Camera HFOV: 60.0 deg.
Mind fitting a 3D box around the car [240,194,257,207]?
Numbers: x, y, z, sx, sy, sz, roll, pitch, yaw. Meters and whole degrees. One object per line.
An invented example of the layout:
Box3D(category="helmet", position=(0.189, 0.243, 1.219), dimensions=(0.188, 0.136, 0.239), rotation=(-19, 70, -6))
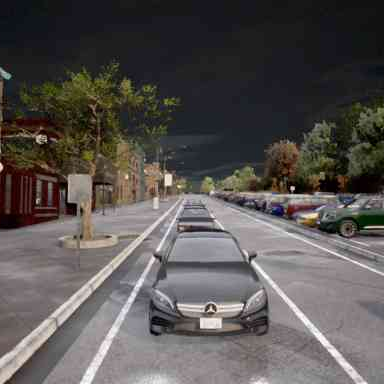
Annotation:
Box3D(category="car", position=(9.095, 1.407, 42.293), dimensions=(4.892, 1.521, 2.231), rotation=(0, 0, 0))

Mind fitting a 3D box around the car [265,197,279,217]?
Box3D(category="car", position=(9.187, 1.459, 28.271), dimensions=(5.008, 1.535, 2.097), rotation=(0, 0, 0))

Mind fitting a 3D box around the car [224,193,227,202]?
Box3D(category="car", position=(8.941, 1.277, 61.918), dimensions=(4.674, 1.452, 2.002), rotation=(0, 1, 0))

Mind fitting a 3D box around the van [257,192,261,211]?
Box3D(category="van", position=(9.267, 1.221, 33.880), dimensions=(4.442, 1.987, 1.878), rotation=(0, 0, 0))

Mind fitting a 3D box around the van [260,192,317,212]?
Box3D(category="van", position=(9.055, 1.229, 31.077), dimensions=(4.442, 1.987, 1.878), rotation=(0, 0, 0))

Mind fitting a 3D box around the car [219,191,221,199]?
Box3D(category="car", position=(8.874, 0.935, 67.522), dimensions=(5.566, 2.045, 2.435), rotation=(0, 1, 0))

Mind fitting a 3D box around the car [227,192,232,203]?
Box3D(category="car", position=(8.978, 1.288, 56.312), dimensions=(4.892, 1.521, 2.231), rotation=(0, 1, 0))

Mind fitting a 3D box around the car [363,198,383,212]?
Box3D(category="car", position=(22.175, 1.467, 37.452), dimensions=(4.792, 1.488, 2.163), rotation=(0, 0, 0))

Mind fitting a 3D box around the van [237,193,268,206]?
Box3D(category="van", position=(9.143, 1.111, 50.704), dimensions=(4.442, 1.987, 1.878), rotation=(0, 1, 0))

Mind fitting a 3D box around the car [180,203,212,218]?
Box3D(category="car", position=(0.188, 1.531, 17.428), dimensions=(2.033, 1.411, 5.357), rotation=(0, 0, 0))

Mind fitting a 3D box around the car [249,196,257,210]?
Box3D(category="car", position=(9.159, 1.468, 36.683), dimensions=(4.792, 1.488, 2.163), rotation=(0, 0, 0))

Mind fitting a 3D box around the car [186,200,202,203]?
Box3D(category="car", position=(0.211, 1.441, 29.876), dimensions=(2.128, 1.511, 4.902), rotation=(0, 0, 0))

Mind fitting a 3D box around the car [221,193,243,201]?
Box3D(category="car", position=(8.829, 1.010, 73.129), dimensions=(4.553, 1.767, 2.185), rotation=(0, 1, 0))

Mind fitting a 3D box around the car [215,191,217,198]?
Box3D(category="car", position=(8.793, 1.061, 81.539), dimensions=(5.008, 1.535, 2.097), rotation=(0, 1, 0))

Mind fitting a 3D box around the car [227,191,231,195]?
Box3D(category="car", position=(8.995, 1.136, 59.114), dimensions=(4.553, 1.767, 2.185), rotation=(0, 1, 0))

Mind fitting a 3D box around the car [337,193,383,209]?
Box3D(category="car", position=(22.135, 1.151, 43.008), dimensions=(5.566, 2.045, 2.435), rotation=(0, 0, 0))

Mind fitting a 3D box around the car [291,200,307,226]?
Box3D(category="car", position=(9.069, 1.465, 19.860), dimensions=(5.366, 1.575, 1.946), rotation=(0, 0, 0))

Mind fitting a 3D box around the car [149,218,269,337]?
Box3D(category="car", position=(0.251, 1.523, 6.849), dimensions=(1.812, 1.442, 4.674), rotation=(0, 0, 0))

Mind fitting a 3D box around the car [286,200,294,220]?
Box3D(category="car", position=(9.236, 1.505, 22.664), dimensions=(4.674, 1.452, 2.002), rotation=(0, 0, 0))

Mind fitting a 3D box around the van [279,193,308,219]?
Box3D(category="van", position=(9.330, 1.236, 25.468), dimensions=(4.442, 1.987, 1.878), rotation=(0, 0, 0))

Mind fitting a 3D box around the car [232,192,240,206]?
Box3D(category="car", position=(9.019, 1.111, 47.899), dimensions=(5.566, 2.045, 2.435), rotation=(0, 1, 0))

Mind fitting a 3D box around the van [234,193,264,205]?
Box3D(category="van", position=(9.122, 1.086, 53.507), dimensions=(4.442, 1.987, 1.878), rotation=(0, 1, 0))

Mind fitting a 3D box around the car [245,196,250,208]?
Box3D(category="car", position=(9.106, 1.464, 39.490), dimensions=(4.674, 1.452, 2.002), rotation=(0, 0, 0))

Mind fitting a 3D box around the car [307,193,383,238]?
Box3D(category="car", position=(9.247, 1.220, 17.057), dimensions=(5.566, 2.045, 2.435), rotation=(0, 0, 0))

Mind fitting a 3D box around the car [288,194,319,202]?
Box3D(category="car", position=(21.814, 1.206, 65.214), dimensions=(5.366, 1.575, 1.946), rotation=(0, 1, 0))

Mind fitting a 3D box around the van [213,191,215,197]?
Box3D(category="van", position=(8.620, 0.760, 89.946), dimensions=(4.442, 1.987, 1.878), rotation=(0, 1, 0))

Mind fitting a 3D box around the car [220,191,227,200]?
Box3D(category="car", position=(8.894, 0.960, 64.719), dimensions=(5.566, 2.045, 2.435), rotation=(0, 1, 0))

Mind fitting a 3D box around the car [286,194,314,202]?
Box3D(category="car", position=(21.984, 1.185, 67.992), dimensions=(4.892, 1.521, 2.231), rotation=(0, 1, 0))

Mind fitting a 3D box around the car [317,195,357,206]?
Box3D(category="car", position=(22.288, 1.330, 51.339), dimensions=(5.366, 1.575, 1.946), rotation=(0, 1, 0))

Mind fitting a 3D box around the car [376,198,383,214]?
Box3D(category="car", position=(22.409, 1.442, 34.682), dimensions=(5.366, 1.575, 1.946), rotation=(0, 0, 0))

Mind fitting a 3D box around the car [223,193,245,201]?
Box3D(category="car", position=(8.850, 1.036, 70.326), dimensions=(4.553, 1.767, 2.185), rotation=(0, 1, 0))

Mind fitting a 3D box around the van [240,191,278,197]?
Box3D(category="van", position=(9.184, 1.161, 45.100), dimensions=(4.442, 1.987, 1.878), rotation=(0, 0, 0))

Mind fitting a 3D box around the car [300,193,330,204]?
Box3D(category="car", position=(22.071, 1.133, 59.665), dimensions=(4.553, 1.767, 2.185), rotation=(0, 1, 0))

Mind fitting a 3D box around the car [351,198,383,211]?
Box3D(category="car", position=(22.212, 1.450, 40.236), dimensions=(4.792, 1.488, 2.163), rotation=(0, 0, 0))
